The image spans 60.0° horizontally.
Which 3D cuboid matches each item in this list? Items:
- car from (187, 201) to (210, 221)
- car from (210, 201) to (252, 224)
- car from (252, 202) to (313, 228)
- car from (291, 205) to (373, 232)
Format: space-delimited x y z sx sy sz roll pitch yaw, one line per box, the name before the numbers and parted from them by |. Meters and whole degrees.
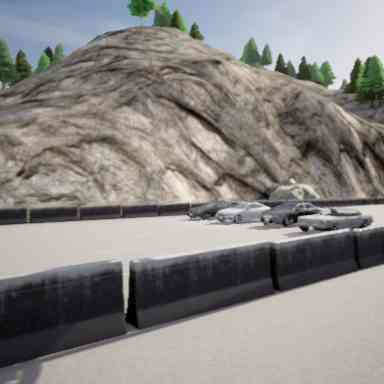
car | 1.822 1.443 26.792 4.674 1.442 1.812 0 0 -35
car | 3.846 1.443 23.937 4.674 1.442 1.812 0 0 -36
car | 6.532 1.405 21.554 4.902 1.511 2.128 0 0 -36
car | 7.856 1.519 18.201 4.718 1.301 1.895 0 0 -36
